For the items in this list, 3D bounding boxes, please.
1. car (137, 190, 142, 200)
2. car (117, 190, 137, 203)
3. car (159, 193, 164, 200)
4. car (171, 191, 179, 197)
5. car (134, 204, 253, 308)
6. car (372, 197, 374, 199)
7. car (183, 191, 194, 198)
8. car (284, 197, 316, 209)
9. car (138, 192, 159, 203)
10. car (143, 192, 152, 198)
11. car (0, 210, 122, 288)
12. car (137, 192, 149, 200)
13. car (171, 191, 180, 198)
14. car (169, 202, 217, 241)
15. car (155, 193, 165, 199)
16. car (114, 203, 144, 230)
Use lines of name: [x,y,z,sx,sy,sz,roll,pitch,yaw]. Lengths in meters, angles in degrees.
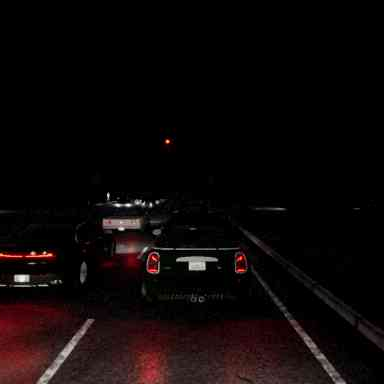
car: [-10.694,0.709,63.259,2.150,2.045,5.566,0,1,0]
car: [-10.707,0.928,53.818,2.097,1.767,4.553,0,0,0]
car: [-7.185,1.005,66.035,2.033,1.411,5.357,0,1,1]
car: [-4.937,0.541,95.504,1.837,1.490,4.892,0,1,-7]
car: [0.087,1.323,8.041,2.097,1.767,4.553,0,0,0]
car: [22.769,1.052,39.740,4.553,1.767,2.097,0,1,-3]
car: [-0.698,0.707,86.045,1.812,1.442,4.674,0,1,-4]
car: [13.704,1.252,39.212,5.357,1.411,2.033,0,1,-3]
car: [-7.211,1.105,55.967,2.033,1.411,5.357,0,1,0]
car: [-11.085,0.749,83.705,1.812,1.442,4.674,0,1,-2]
car: [-3.417,1.468,9.093,1.837,1.490,4.892,0,0,0]
car: [-10.747,0.894,73.484,2.128,1.511,4.902,0,1,-1]
car: [-4.157,0.681,85.345,1.882,1.535,5.008,0,1,-4]
car: [0.057,1.388,17.237,2.128,1.511,4.902,0,0,1]
car: [-7.318,0.870,76.462,2.033,1.411,5.357,0,1,-1]
car: [-3.439,1.487,18.413,1.895,1.301,4.718,0,1,0]
